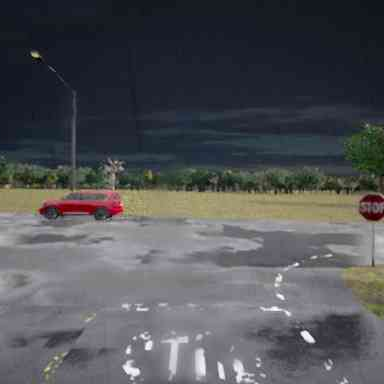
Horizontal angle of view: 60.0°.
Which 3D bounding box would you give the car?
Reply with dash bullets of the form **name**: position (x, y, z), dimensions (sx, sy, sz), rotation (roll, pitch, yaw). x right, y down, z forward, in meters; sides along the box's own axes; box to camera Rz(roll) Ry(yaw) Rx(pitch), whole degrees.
- **car**: position (-7.524, 0.906, 23.019), dimensions (5.566, 2.045, 2.150), rotation (1, 2, 0)
